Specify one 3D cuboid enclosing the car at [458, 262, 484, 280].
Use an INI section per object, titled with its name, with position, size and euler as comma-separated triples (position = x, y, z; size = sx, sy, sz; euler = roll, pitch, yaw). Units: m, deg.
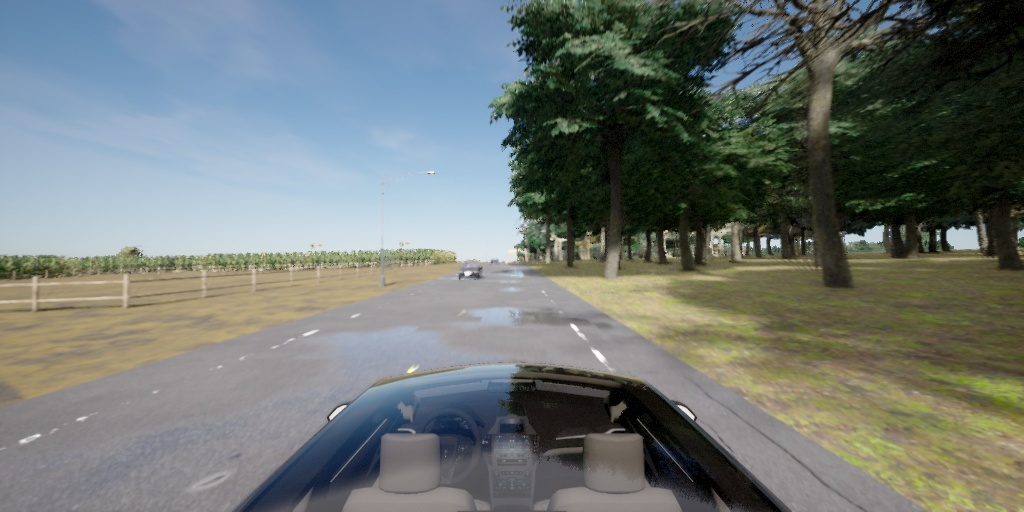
[car]
position = -3.572, 1.248, 31.523
size = 2.128, 1.511, 4.902
euler = 0, 0, 0
